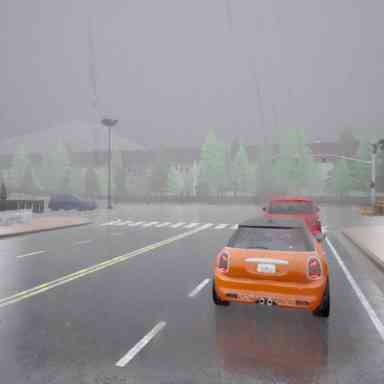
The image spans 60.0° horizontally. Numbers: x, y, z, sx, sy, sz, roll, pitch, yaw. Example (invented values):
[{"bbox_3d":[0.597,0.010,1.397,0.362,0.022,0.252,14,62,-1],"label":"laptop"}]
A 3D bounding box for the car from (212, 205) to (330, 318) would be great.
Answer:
[{"bbox_3d":[1.994,1.352,7.823,2.097,1.767,4.553,0,0,19],"label":"car"}]

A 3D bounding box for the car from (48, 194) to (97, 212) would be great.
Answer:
[{"bbox_3d":[-13.705,1.216,38.168,5.566,2.045,2.150,0,0,16],"label":"car"}]

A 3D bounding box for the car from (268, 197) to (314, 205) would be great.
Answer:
[{"bbox_3d":[4.167,1.221,14.098,2.150,2.045,5.566,0,0,16],"label":"car"}]
